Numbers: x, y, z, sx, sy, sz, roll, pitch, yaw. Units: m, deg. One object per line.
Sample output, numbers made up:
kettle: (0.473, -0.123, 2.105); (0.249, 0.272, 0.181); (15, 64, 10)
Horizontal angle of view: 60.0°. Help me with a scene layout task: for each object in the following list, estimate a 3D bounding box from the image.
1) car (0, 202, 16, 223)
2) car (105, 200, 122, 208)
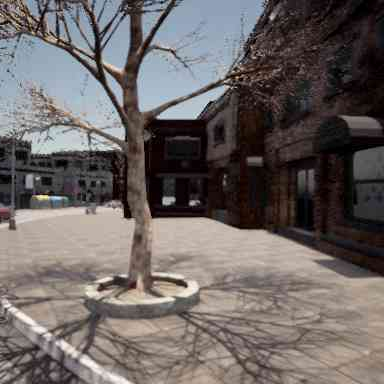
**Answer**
car: (-15.983, 1.573, 26.873); (2.097, 1.767, 4.553); (1, -1, -10)
car: (-14.912, 2.332, 63.682); (1.812, 1.442, 4.674); (1, -1, 13)
